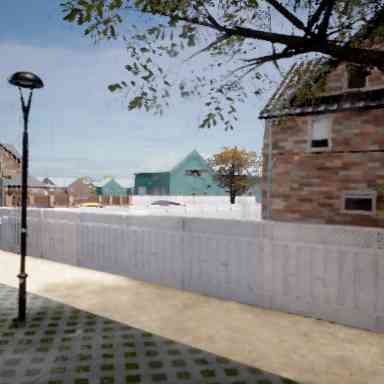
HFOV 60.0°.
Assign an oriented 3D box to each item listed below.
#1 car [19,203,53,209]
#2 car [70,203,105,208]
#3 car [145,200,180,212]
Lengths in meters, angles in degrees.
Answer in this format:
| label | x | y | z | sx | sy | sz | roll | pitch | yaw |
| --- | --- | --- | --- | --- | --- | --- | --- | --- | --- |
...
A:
| label | x | y | z | sx | sy | sz | roll | pitch | yaw |
| --- | --- | --- | --- | --- | --- | --- | --- | --- | --- |
| car | -11.689 | 1.539 | 24.206 | 1.994 | 1.385 | 4.181 | 3 | 1 | 43 |
| car | -7.230 | 1.594 | 24.749 | 5.008 | 1.535 | 1.882 | 1 | 1 | -45 |
| car | -3.144 | 1.610 | 32.422 | 4.892 | 1.490 | 1.837 | 0 | 2 | -40 |
